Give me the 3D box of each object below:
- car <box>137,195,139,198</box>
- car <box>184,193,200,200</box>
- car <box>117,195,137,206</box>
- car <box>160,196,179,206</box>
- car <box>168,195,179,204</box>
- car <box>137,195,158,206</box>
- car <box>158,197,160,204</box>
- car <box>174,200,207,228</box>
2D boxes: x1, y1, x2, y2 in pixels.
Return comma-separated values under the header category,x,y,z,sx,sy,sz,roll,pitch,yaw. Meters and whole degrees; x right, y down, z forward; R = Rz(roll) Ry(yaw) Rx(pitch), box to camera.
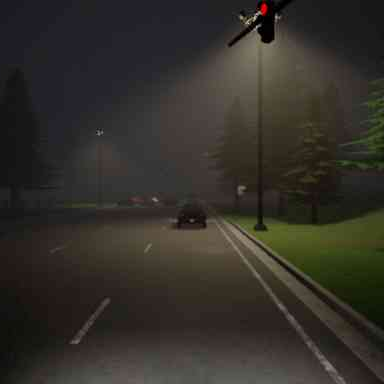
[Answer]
category,x,y,z,sx,sy,sz,roll,pitch,yaw
car,-10.511,1.285,63.054,2.097,1.767,4.553,0,0,0
car,-0.009,1.166,52.696,2.150,2.045,5.566,0,0,0
car,-10.509,1.492,52.664,2.033,1.411,5.357,0,0,0
car,-3.509,1.508,53.082,1.994,1.385,4.181,0,0,0
car,-3.511,1.411,63.085,1.882,1.535,5.008,0,0,0
car,-7.009,1.544,53.112,1.895,1.301,4.718,0,0,0
car,-7.011,1.459,63.085,1.812,1.442,4.674,0,0,0
car,-0.004,1.502,22.053,1.812,1.442,4.674,0,0,0
